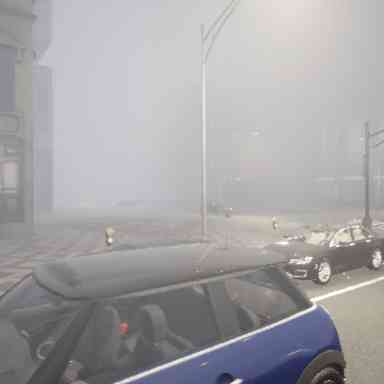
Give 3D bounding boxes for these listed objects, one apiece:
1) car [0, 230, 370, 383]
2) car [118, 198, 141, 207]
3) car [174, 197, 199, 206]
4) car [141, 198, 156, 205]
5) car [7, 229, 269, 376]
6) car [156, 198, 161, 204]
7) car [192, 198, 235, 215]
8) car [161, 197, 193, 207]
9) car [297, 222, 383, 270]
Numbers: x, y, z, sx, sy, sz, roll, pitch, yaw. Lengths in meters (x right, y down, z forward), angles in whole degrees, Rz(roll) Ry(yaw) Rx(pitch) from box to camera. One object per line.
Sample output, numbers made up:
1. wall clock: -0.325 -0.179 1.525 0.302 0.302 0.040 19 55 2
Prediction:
1. car: -0.788 1.355 2.691 4.553 1.767 2.097 0 0 -36
2. car: -10.693 1.781 54.931 1.994 1.385 4.181 0 0 -35
3. car: -1.019 1.633 58.252 1.882 1.535 5.008 0 0 -35
4. car: -9.454 1.813 64.330 1.895 1.301 4.718 0 0 -36
5. car: -0.802 1.572 6.087 4.313 1.339 1.947 0 0 -36
6. car: -7.064 1.799 66.572 1.895 1.301 4.718 0 0 -36
7. car: 2.638 1.617 36.333 2.128 1.511 4.902 0 0 -36
8. car: -2.595 1.656 54.897 2.128 1.511 4.902 0 0 -35
9. car: 3.774 1.556 9.379 4.403 1.369 2.008 0 0 -36
